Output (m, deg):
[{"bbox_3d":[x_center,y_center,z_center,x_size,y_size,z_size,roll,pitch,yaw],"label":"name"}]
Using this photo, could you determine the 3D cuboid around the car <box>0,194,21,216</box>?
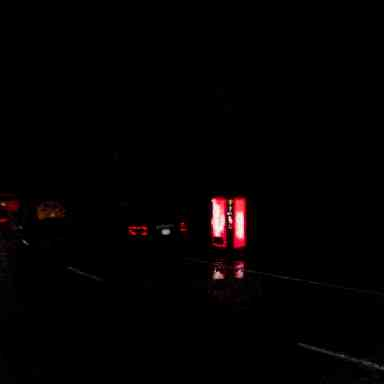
[{"bbox_3d":[-18.060,1.221,32.408,2.150,2.045,5.566,0,0,-26],"label":"car"}]

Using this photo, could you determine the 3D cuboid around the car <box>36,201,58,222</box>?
[{"bbox_3d":[-11.148,1.477,26.187,1.882,1.535,5.008,0,0,-26],"label":"car"}]

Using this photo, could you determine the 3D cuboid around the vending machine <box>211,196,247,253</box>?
[{"bbox_3d":[1.436,1.195,12.947,1.100,2.100,0.880,0,0,-43],"label":"vending machine"}]

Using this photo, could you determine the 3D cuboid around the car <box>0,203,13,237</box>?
[{"bbox_3d":[-10.542,1.526,17.376,1.812,1.442,4.674,0,0,-30],"label":"car"}]

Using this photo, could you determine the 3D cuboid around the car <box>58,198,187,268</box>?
[{"bbox_3d":[-2.504,1.224,11.604,2.150,2.045,5.566,0,1,-41],"label":"car"}]
